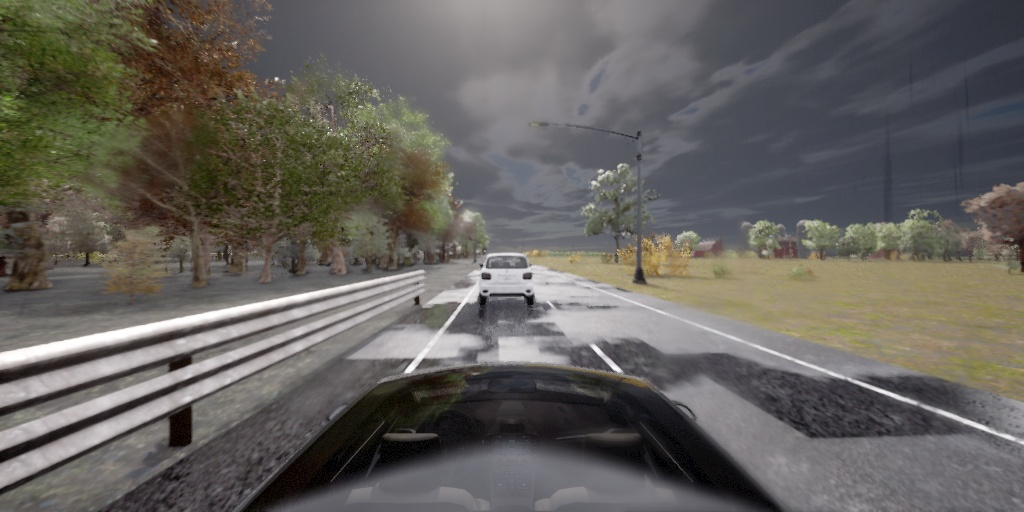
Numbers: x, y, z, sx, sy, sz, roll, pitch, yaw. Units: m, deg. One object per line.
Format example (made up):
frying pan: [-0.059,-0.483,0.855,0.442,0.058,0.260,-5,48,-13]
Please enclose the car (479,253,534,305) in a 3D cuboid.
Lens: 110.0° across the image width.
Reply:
car: [-0.274,0.895,15.804,2.150,2.045,5.566,0,0,-2]
